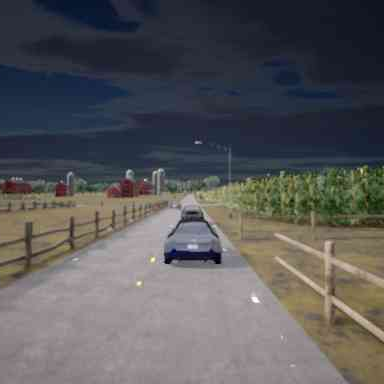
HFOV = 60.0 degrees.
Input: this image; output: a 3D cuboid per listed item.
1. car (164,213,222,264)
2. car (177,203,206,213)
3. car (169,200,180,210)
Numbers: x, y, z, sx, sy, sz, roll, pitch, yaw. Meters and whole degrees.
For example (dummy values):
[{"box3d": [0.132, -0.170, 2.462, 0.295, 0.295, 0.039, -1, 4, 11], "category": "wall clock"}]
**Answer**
[{"box3d": [0.045, 1.722, 12.537, 1.994, 1.385, 4.181, 0, -1, 1], "category": "car"}, {"box3d": [0.041, 1.847, 27.355, 1.837, 1.490, 4.892, 0, 0, 1], "category": "car"}, {"box3d": [-2.818, 2.189, 56.510, 2.128, 1.511, 4.902, 0, -1, 0], "category": "car"}]
